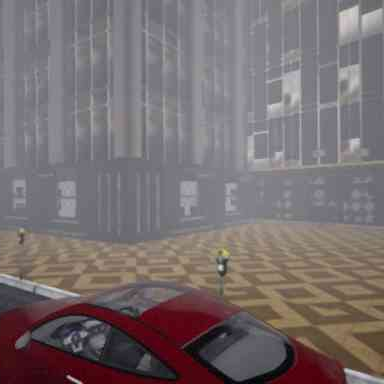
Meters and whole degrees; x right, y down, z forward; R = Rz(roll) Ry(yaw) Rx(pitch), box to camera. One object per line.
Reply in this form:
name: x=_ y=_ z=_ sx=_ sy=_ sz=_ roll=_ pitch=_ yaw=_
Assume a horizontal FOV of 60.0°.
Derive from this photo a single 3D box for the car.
car: x=-0.648 y=1.603 z=3.337 sx=4.206 sy=1.307 sz=1.802 roll=-1 pitch=0 yaw=36
